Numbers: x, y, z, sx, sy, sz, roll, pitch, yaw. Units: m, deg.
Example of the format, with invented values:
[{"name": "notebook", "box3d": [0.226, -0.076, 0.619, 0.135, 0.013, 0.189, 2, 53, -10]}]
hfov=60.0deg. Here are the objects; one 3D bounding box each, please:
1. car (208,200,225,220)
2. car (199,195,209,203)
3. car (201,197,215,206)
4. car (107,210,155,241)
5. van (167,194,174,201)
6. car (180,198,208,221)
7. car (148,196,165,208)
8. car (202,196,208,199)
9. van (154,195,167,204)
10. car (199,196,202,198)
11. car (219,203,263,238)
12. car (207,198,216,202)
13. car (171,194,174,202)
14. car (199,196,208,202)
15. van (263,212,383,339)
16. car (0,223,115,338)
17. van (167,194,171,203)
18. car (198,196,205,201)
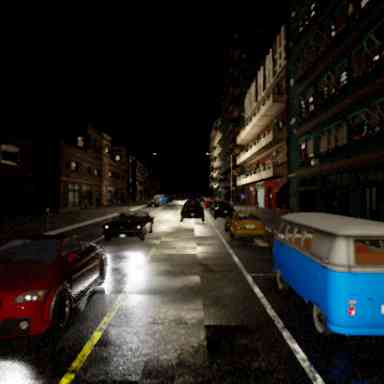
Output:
[{"name": "car", "box3d": [2.686, 1.618, 28.675, 1.947, 1.339, 4.313, 1, 0, 0]}, {"name": "car", "box3d": [2.663, 1.536, 73.320, 1.967, 1.590, 4.097, 1, 0, 0]}, {"name": "car", "box3d": [2.670, 1.634, 56.579, 2.008, 1.369, 4.403, 1, 0, 0]}, {"name": "car", "box3d": [-3.066, 1.634, 16.946, 1.895, 1.301, 4.718, 0, 0, 1]}, {"name": "van", "box3d": [-5.725, 1.443, 90.014, 1.690, 1.788, 3.998, 1, 0, 0]}, {"name": "car", "box3d": [0.052, 1.527, 27.494, 1.882, 1.535, 5.008, 0, 0, 0]}, {"name": "car", "box3d": [-5.707, 1.643, 50.952, 1.947, 1.339, 4.313, 1, 0, 0]}, {"name": "car", "box3d": [2.677, 1.616, 45.418, 1.887, 1.381, 4.507, 1, 0, 0]}, {"name": "van", "box3d": [-5.706, 1.424, 56.533, 1.690, 1.788, 3.998, 1, 0, 0]}, {"name": "car", "box3d": [0.063, 1.596, 44.883, 1.812, 1.442, 4.674, 0, 0, 0]}, {"name": "car", "box3d": [2.692, 1.560, 17.683, 1.752, 1.417, 4.829, 1, 0, 0]}, {"name": "car", "box3d": [2.683, 1.625, 34.256, 1.947, 1.339, 4.313, 1, 0, 0]}, {"name": "car", "box3d": [-5.723, 1.643, 78.853, 1.887, 1.381, 4.507, 1, 0, 0]}, {"name": "car", "box3d": [2.658, 1.649, 78.900, 2.008, 1.369, 4.403, 1, 0, 0]}, {"name": "van", "box3d": [2.701, 1.355, 6.353, 1.690, 1.788, 3.998, 1, 0, 0]}, {"name": "car", "box3d": [-3.096, 1.578, 6.694, 1.994, 1.385, 4.181, 0, 0, 0]}, {"name": "van", "box3d": [-5.713, 1.433, 67.693, 1.690, 1.788, 3.998, 1, 0, 0]}, {"name": "car", "box3d": [2.651, 1.684, 90.062, 1.802, 1.307, 4.206, 1, 0, 0]}]
